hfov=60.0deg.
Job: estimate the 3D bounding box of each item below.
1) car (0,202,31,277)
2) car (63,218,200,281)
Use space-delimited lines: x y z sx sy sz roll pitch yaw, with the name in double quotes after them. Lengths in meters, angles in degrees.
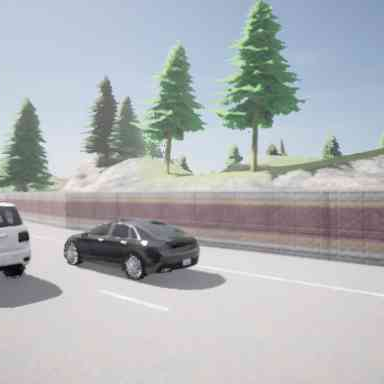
-6.610 1.282 9.328 5.566 2.045 2.150 0 0 40 "car"
-2.015 1.560 10.112 4.892 1.490 1.837 0 0 39 "car"
